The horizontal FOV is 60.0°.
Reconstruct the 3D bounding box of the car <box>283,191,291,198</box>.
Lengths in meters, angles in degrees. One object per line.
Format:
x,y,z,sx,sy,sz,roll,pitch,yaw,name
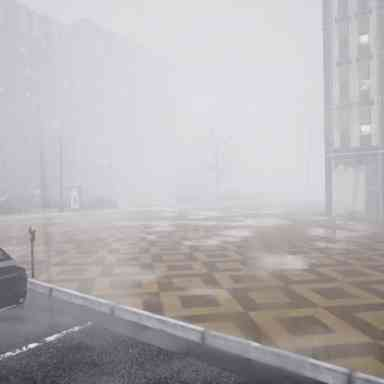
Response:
22.141,0.932,82.071,1.802,1.307,4.206,-1,0,36,car

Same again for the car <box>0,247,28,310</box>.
-4.979,1.553,6.596,4.403,1.369,2.008,0,-1,35,car

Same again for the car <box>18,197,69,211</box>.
-16.998,1.459,37.874,1.895,1.301,4.718,-1,0,36,car

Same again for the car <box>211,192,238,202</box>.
5.937,1.093,59.681,2.008,1.369,4.403,-1,0,36,car

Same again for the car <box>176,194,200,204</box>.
-0.545,1.062,50.725,1.967,1.590,4.097,-1,0,36,car

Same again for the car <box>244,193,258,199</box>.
15.353,1.040,86.985,1.947,1.339,4.313,-1,0,36,car

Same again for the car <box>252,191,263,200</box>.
12.419,1.046,68.637,1.802,1.307,4.206,-1,0,36,car

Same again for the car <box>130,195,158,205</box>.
-7.315,1.211,51.221,1.882,1.535,5.008,-1,0,36,car

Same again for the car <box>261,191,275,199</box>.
15.657,0.740,73.114,2.192,1.841,5.009,-1,0,36,car

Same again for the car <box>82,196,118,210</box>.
-10.267,1.186,37.292,1.967,1.590,4.097,-1,0,36,car

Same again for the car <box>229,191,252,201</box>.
9.178,1.048,64.159,1.887,1.381,4.507,-1,0,36,car

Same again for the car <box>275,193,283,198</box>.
18.900,0.938,77.592,2.008,1.369,4.403,-1,0,36,car

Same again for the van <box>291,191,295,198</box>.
25.379,0.654,86.549,1.690,1.788,3.998,-1,0,36,van

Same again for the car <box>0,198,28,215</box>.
-16.747,1.413,28.336,1.802,1.307,4.206,-1,0,36,car

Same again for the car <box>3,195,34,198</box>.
-20.296,1.228,37.728,2.192,1.841,5.009,-1,0,36,car
